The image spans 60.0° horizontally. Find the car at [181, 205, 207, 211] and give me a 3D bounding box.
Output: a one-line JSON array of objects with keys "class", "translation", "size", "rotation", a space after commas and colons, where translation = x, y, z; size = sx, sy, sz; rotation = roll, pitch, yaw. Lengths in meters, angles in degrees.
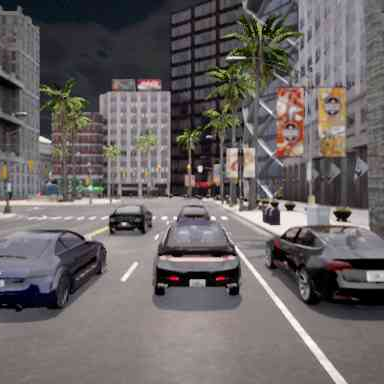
[{"class": "car", "translation": [0.102, 1.481, 18.887], "size": [1.837, 1.490, 4.892], "rotation": [0, 0, 0]}]

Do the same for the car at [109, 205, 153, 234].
[{"class": "car", "translation": [-3.399, 1.454, 19.158], "size": [1.882, 1.535, 5.008], "rotation": [0, 0, 0]}]

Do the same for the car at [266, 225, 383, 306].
[{"class": "car", "translation": [3.193, 1.503, 8.112], "size": [2.161, 1.482, 4.786], "rotation": [0, 0, -1]}]

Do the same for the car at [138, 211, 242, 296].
[{"class": "car", "translation": [0.101, 1.481, 8.632], "size": [2.128, 1.511, 4.902], "rotation": [0, 0, 0]}]

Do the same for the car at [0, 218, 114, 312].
[{"class": "car", "translation": [-3.399, 1.554, 7.769], "size": [1.994, 1.385, 4.181], "rotation": [0, 0, 0]}]
